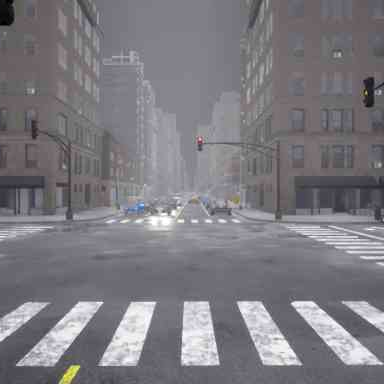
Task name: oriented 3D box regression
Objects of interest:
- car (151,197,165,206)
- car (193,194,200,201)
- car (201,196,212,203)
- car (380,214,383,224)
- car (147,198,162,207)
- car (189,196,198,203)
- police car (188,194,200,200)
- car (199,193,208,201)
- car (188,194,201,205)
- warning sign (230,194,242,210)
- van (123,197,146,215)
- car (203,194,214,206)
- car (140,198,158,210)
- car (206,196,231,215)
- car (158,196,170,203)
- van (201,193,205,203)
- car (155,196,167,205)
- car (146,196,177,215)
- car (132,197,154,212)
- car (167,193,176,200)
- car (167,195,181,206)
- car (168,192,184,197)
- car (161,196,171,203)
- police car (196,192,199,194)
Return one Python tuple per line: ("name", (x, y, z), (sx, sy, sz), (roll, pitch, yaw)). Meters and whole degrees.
("car", (-5.670, 1.568, 56.031), (1.947, 1.339, 4.313), (0, 0, 0))
("car", (1.090, 1.448, 89.522), (1.801, 1.575, 5.366), (0, 0, 0))
("car", (2.895, 1.551, 67.346), (2.008, 1.369, 4.403), (0, 0, 0))
("car", (14.356, 1.520, 20.678), (4.892, 1.490, 1.837), (0, 0, 0))
("car", (-5.689, 1.585, 50.363), (1.802, 1.307, 4.206), (0, 0, 0))
("car", (0.293, 1.601, 69.719), (1.895, 1.301, 4.718), (0, 0, 1))
("police car", (0.596, 1.414, 95.351), (1.930, 1.638, 5.238), (0, 0, -16))
("car", (2.952, 1.309, 84.354), (2.192, 1.841, 5.009), (0, 0, 0))
("car", (0.302, 1.528, 59.473), (1.812, 1.442, 4.674), (0, 0, 1))
("warning sign", (5.200, 1.118, 39.317), (1.300, 1.860, 1.060), (0, 0, 0))
("van", (-5.747, 1.343, 33.358), (1.690, 1.788, 3.998), (0, 0, 0))
("car", (2.817, 1.443, 44.669), (1.967, 1.590, 4.097), (0, 0, 0))
("car", (-5.708, 1.569, 44.694), (1.947, 1.339, 4.313), (0, 0, 0))
("car", (2.778, 1.442, 33.331), (1.967, 1.590, 4.097), (0, 0, 0))
("car", (-5.631, 1.566, 67.367), (1.947, 1.339, 4.313), (0, 0, 0))
("van", (2.855, 1.344, 56.007), (1.690, 1.788, 3.998), (0, 0, 0))
("car", (-5.651, 1.527, 61.529), (1.752, 1.417, 4.829), (0, 0, 0))
("car", (-2.992, 1.493, 33.498), (2.128, 1.511, 4.902), (0, 0, 0))
("car", (-5.728, 1.443, 39.026), (1.967, 1.590, 4.097), (0, 0, 0))
("car", (-5.554, 1.306, 90.041), (2.192, 1.841, 5.009), (0, 0, 0))
("car", (-2.952, 1.494, 43.743), (2.128, 1.511, 4.902), (0, 0, 0))
("car", (-2.903, 1.224, 54.473), (2.150, 2.045, 5.566), (0, 0, 0))
("car", (-5.612, 1.543, 73.035), (1.887, 1.381, 4.507), (0, 0, 0))
("police car", (1.065, 1.421, 79.427), (1.930, 1.638, 5.238), (0, 0, -1))
